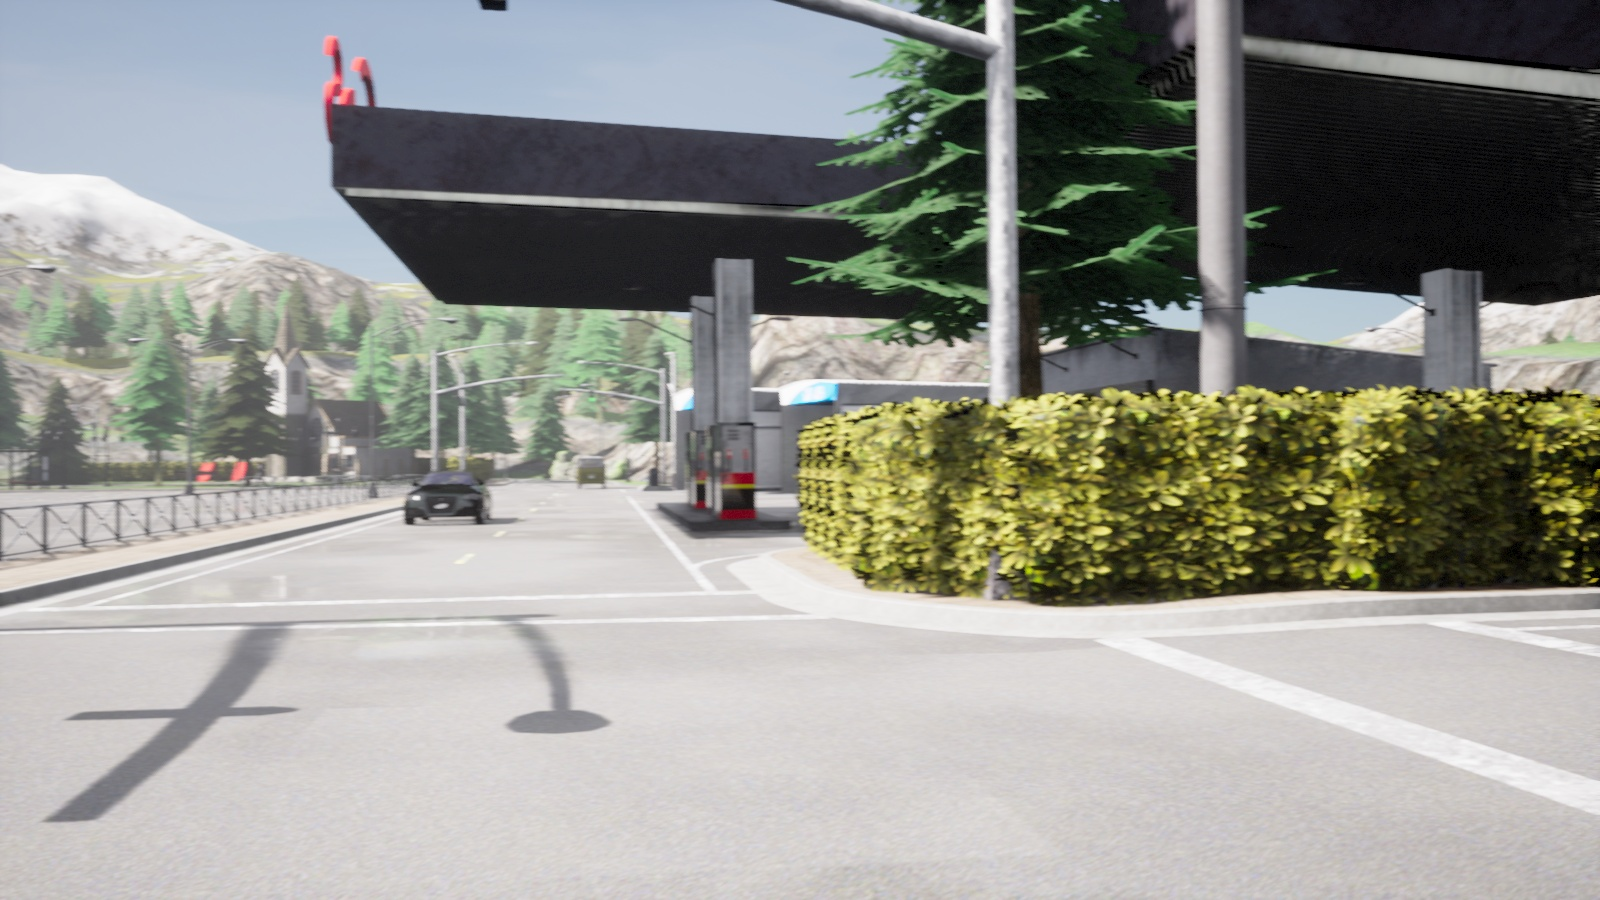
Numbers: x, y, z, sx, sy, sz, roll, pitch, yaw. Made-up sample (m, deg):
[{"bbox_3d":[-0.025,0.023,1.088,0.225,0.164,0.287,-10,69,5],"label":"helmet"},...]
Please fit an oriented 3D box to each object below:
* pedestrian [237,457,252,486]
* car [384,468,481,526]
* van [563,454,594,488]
[{"bbox_3d":[-36.797,1.417,83.176,0.849,1.883,0.563,0,0,-13],"label":"pedestrian"},{"bbox_3d":[-9.677,1.204,33.338,1.994,1.385,4.181,0,0,-10],"label":"car"},{"bbox_3d":[-13.481,1.266,76.548,1.775,1.987,4.442,0,0,-10],"label":"van"}]
